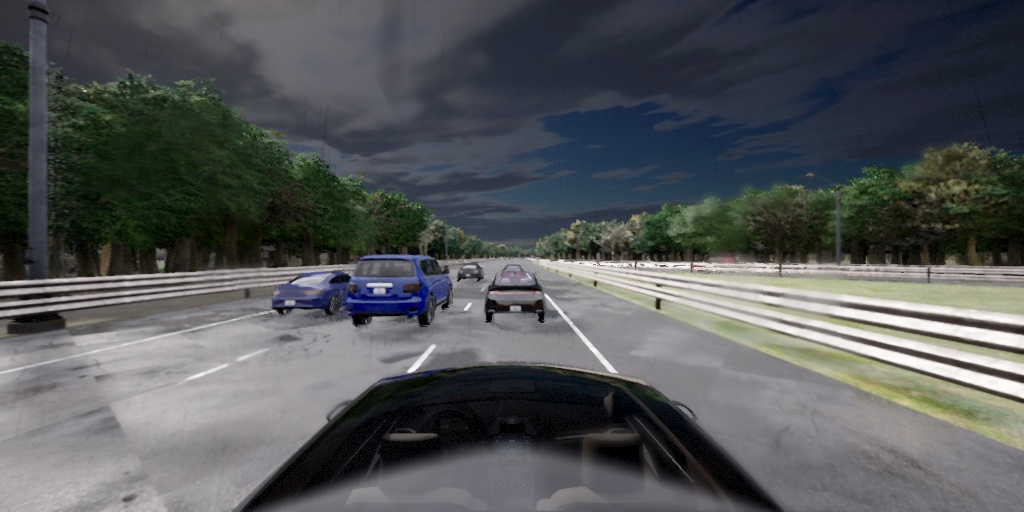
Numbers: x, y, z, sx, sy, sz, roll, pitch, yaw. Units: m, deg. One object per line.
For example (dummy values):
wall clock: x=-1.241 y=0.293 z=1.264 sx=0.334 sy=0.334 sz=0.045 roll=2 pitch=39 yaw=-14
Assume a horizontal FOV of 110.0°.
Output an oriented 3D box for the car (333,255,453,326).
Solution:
car: x=-3.406 y=0.990 z=11.869 sx=2.150 sy=2.045 sz=5.566 roll=0 pitch=0 yaw=0

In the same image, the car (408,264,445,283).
car: x=-6.907 y=1.366 z=29.433 sx=1.994 sy=1.385 sz=4.181 roll=0 pitch=0 yaw=0

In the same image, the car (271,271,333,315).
car: x=-6.905 y=1.295 z=13.455 sx=1.812 sy=1.442 sz=4.674 roll=0 pitch=0 yaw=0

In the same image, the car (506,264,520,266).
car: x=0.093 y=1.366 z=29.497 sx=1.994 sy=1.385 sz=4.181 roll=0 pitch=0 yaw=0

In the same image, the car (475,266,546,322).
car: x=0.098 y=1.257 z=12.426 sx=2.128 sy=1.511 sz=4.902 roll=0 pitch=0 yaw=0

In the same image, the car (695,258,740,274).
car: x=27.502 y=1.267 z=48.191 sx=2.150 sy=2.045 sz=5.566 roll=0 pitch=0 yaw=-24

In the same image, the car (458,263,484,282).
car: x=-3.405 y=1.329 z=29.973 sx=1.812 sy=1.442 sz=4.674 roll=0 pitch=0 yaw=0
